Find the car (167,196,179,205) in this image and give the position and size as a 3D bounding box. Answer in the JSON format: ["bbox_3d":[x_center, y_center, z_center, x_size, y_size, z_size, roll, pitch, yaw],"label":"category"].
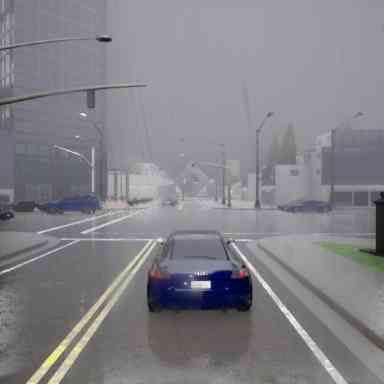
[{"bbox_3d":[-3.500,1.501,61.605,1.837,1.490,4.892,0,0,1],"label":"car"}]

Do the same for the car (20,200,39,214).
[{"bbox_3d":[-18.202,1.634,36.830,4.892,1.490,1.837,-1,0,0],"label":"car"}]

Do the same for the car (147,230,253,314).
[{"bbox_3d":[0.093,1.563,7.727,1.994,1.385,4.181,0,0,-2],"label":"car"}]

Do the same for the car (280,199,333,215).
[{"bbox_3d":[11.713,1.519,33.542,4.674,1.442,1.812,0,0,0],"label":"car"}]

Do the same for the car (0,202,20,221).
[{"bbox_3d":[-16.378,1.670,26.147,4.181,1.385,1.994,-1,0,0],"label":"car"}]

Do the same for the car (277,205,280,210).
[{"bbox_3d":[12.301,1.538,37.075,5.357,1.411,2.033,0,0,0],"label":"car"}]

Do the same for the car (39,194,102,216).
[{"bbox_3d":[-11.868,1.282,33.375,5.566,2.045,2.150,-1,0,0],"label":"car"}]

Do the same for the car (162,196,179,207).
[{"bbox_3d":[-3.553,1.488,51.205,2.128,1.511,4.902,0,0,0],"label":"car"}]
